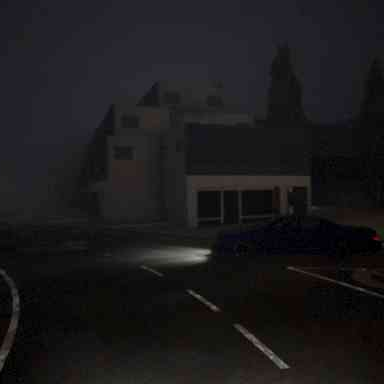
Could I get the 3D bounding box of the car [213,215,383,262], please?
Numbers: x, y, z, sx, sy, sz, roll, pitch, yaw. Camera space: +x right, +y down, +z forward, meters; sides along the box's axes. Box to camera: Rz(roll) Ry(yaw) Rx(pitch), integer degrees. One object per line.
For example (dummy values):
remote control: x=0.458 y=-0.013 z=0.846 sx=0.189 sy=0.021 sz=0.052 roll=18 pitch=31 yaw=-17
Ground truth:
car: x=3.441 y=1.504 z=11.446 sx=5.357 sy=1.411 sz=2.033 roll=-1 pitch=0 yaw=9

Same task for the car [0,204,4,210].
car: x=-28.511 y=2.125 z=47.948 sx=1.895 sy=1.301 sz=4.718 roll=-1 pitch=0 yaw=-22
